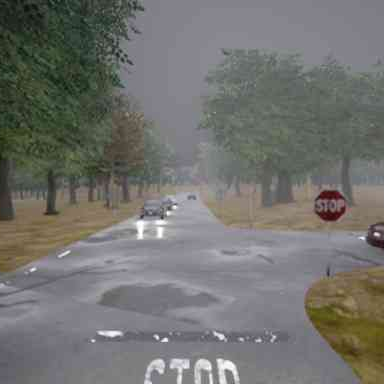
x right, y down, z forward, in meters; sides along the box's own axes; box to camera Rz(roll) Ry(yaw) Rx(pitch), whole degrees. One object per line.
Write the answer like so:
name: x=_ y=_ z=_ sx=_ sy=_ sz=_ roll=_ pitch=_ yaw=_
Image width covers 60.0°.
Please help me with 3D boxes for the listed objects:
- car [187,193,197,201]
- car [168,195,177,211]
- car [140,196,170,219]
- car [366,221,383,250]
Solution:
car: x=-0.021 y=0.994 z=68.054 sx=1.837 sy=1.490 sz=4.892 roll=0 pitch=1 yaw=0
car: x=-3.101 y=1.332 z=37.245 sx=2.033 sy=1.411 sz=5.357 roll=0 pitch=0 yaw=0
car: x=-3.104 y=1.351 z=27.404 sx=1.837 sy=1.490 sz=4.892 roll=1 pitch=0 yaw=0
car: x=8.574 y=1.448 z=11.867 sx=4.181 sy=1.385 sz=1.994 roll=-1 pitch=1 yaw=-2
